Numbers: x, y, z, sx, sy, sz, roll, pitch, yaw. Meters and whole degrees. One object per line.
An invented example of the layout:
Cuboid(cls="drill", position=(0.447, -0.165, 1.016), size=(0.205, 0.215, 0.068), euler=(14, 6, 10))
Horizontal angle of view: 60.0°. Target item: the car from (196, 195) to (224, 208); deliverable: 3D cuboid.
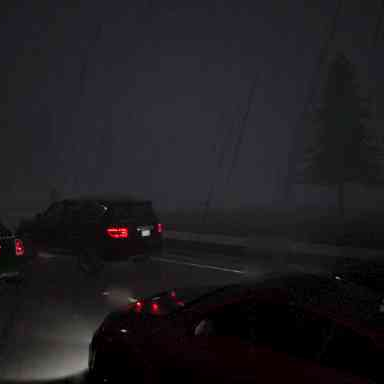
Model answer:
Cuboid(cls="car", position=(2.893, 1.564, 48.102), size=(1.994, 1.385, 4.181), euler=(0, 0, 36))

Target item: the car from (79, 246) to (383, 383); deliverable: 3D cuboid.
Cuboid(cls="car", position=(0.865, 1.564, 3.371), size=(4.181, 1.385, 1.994), euler=(0, 0, 35))

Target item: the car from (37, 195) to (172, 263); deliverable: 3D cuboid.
Cuboid(cls="car", position=(-3.445, 1.221, 10.707), size=(5.566, 2.045, 2.150), euler=(0, 0, 36))

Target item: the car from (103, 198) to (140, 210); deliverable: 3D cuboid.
Cuboid(cls="car", position=(-9.171, 1.526, 43.454), size=(1.812, 1.442, 4.674), euler=(0, 0, 36))

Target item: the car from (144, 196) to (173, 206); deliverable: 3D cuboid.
Cuboid(cls="car", position=(-5.435, 1.477, 54.502), size=(1.882, 1.535, 5.008), euler=(0, 0, 36))

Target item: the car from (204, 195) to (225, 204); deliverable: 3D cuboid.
Cuboid(cls="car", position=(4.592, 1.418, 68.080), size=(2.097, 1.767, 4.553), euler=(0, 0, 36))

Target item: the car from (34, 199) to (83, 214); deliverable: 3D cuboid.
Cuboid(cls="car", position=(-14.461, 1.526, 36.210), size=(1.812, 1.442, 4.674), euler=(0, 0, 36))

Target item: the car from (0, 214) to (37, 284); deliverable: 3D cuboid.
Cuboid(cls="car", position=(-6.188, 1.352, 8.364), size=(4.553, 1.767, 2.097), euler=(0, 0, 36))

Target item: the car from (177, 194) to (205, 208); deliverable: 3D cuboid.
Cuboid(cls="car", position=(-0.224, 1.477, 49.770), size=(1.882, 1.535, 5.008), euler=(0, 0, 36))

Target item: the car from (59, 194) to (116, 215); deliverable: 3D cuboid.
Cuboid(cls="car", position=(-10.889, 1.219, 35.167), size=(2.150, 2.045, 5.566), euler=(0, 0, 36))

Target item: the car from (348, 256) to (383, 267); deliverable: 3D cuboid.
Cuboid(cls="car", position=(4.734, 1.478, 4.913), size=(5.008, 1.535, 1.882), euler=(0, 0, 35))
